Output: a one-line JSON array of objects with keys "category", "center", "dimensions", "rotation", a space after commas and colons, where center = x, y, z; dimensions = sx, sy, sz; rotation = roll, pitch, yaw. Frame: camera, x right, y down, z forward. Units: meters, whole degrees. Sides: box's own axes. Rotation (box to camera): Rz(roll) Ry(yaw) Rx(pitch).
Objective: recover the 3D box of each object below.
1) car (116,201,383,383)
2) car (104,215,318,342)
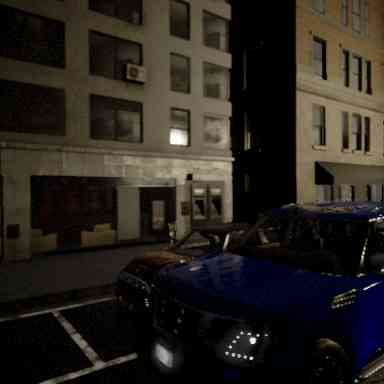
[{"category": "car", "center": [1.976, 1.192, 4.790], "dimensions": [5.566, 2.045, 2.150], "rotation": [-1, 0, -36]}, {"category": "car", "center": [0.513, 1.411, 6.901], "dimensions": [4.097, 1.590, 1.967], "rotation": [0, 0, -36]}]
